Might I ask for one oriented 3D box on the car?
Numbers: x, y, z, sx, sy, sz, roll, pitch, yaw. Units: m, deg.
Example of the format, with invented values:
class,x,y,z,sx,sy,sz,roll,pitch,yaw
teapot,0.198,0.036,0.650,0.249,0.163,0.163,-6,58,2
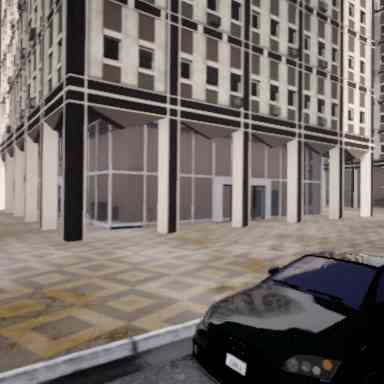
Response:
class,x,y,z,sx,sy,sz,roll,pitch,yaw
car,2.067,1.568,4.547,4.181,1.385,1.994,0,0,-36
